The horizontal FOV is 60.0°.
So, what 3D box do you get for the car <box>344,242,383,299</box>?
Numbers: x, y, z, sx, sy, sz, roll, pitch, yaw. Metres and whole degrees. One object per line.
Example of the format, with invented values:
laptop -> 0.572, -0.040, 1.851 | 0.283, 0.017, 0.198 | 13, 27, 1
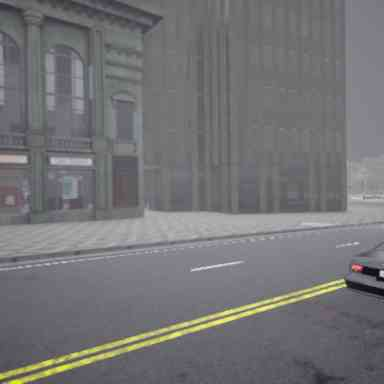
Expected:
car -> 5.605, 1.553, 7.477 | 5.357, 1.411, 2.033 | 0, 0, -35
